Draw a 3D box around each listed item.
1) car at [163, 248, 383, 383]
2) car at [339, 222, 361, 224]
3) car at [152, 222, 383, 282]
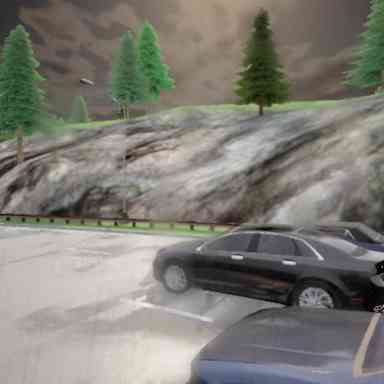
[{"bbox_3d":[2.511,1.531,2.156,5.357,1.411,2.033,0,1,35],"label":"car"},{"bbox_3d":[3.809,1.519,9.604,4.718,1.301,1.895,0,1,33],"label":"car"},{"bbox_3d":[1.365,1.442,6.985,4.892,1.490,1.837,0,0,33],"label":"car"}]
